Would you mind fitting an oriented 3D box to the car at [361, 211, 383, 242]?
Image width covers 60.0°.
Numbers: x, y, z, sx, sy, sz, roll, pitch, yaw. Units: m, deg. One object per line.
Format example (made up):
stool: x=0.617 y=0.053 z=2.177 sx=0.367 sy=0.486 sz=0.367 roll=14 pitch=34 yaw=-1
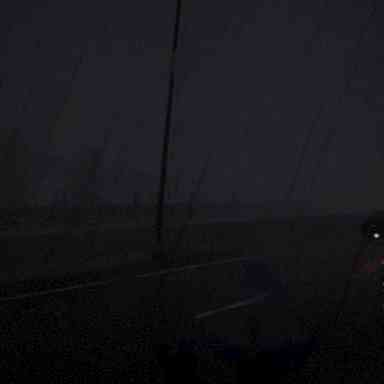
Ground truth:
car: x=9.959 y=1.628 z=16.040 sx=4.892 sy=1.490 sz=1.837 roll=-1 pitch=0 yaw=-38
